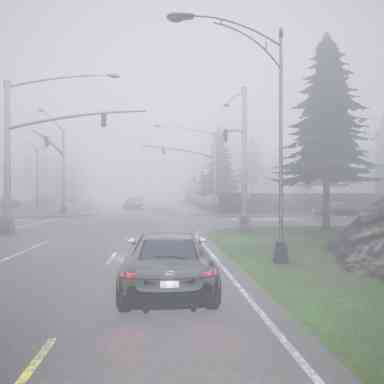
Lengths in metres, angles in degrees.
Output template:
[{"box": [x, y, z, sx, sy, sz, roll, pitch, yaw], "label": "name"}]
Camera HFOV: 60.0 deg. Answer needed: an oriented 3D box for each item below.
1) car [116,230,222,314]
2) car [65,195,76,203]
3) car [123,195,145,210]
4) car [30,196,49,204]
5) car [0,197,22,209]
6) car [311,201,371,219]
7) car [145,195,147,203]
[{"box": [-0.567, 1.564, 7.743, 1.994, 1.385, 4.181, 0, 0, -5], "label": "car"}, {"box": [-23.631, 1.374, 64.362, 1.845, 1.501, 3.633, 0, 0, -5], "label": "car"}, {"box": [-7.660, 1.352, 43.125, 2.097, 1.767, 4.553, 0, 0, -5], "label": "car"}, {"box": [-25.960, 1.384, 56.712, 1.970, 1.475, 3.806, 0, 0, -5], "label": "car"}, {"box": [-21.376, 1.339, 38.426, 2.007, 1.523, 4.514, 0, 0, -5], "label": "car"}, {"box": [12.682, 1.491, 28.391, 4.902, 1.511, 2.128, 0, 0, -7], "label": "car"}, {"box": [-8.601, 1.564, 52.974, 1.994, 1.385, 4.181, 0, 0, -5], "label": "car"}]
